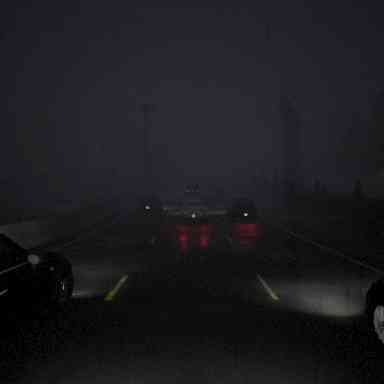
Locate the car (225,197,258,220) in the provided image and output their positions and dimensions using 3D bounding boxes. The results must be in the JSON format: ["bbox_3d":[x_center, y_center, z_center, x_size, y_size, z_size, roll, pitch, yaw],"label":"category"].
[{"bbox_3d":[3.605,1.149,24.664,1.837,1.490,4.892,0,3,0],"label":"car"}]

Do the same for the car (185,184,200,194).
[{"bbox_3d":[0.050,-0.323,41.651,2.033,1.411,5.357,0,7,0],"label":"car"}]

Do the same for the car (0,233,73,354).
[{"bbox_3d":[-3.398,1.343,4.743,2.097,1.767,4.553,0,0,0],"label":"car"}]

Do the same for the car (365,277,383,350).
[{"bbox_3d":[3.601,1.498,3.218,1.837,1.490,4.892,0,0,0],"label":"car"}]

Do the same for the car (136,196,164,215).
[{"bbox_3d":[-3.398,1.044,27.454,1.994,1.385,4.181,0,4,0],"label":"car"}]

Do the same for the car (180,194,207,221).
[{"bbox_3d":[0.105,1.209,23.819,1.812,1.442,4.674,0,3,0],"label":"car"}]
